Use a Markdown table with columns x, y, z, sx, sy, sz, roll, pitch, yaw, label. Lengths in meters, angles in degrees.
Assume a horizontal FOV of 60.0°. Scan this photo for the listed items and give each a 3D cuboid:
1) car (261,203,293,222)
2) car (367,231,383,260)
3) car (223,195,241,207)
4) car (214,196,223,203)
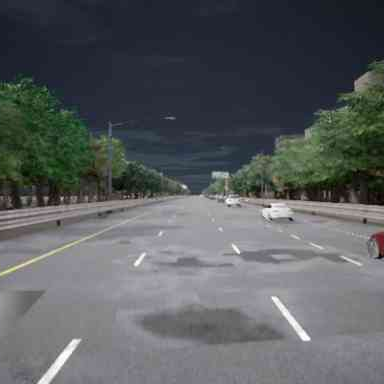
| x | y | z | sx | sy | sz | roll | pitch | yaw | label |
| --- | --- | --- | --- | --- | --- | --- | --- | --- | --- |
| 7.036 | 1.645 | 27.671 | 1.812 | 1.442 | 4.674 | 0 | -1 | 0 | car |
| 7.003 | 1.543 | 9.629 | 1.812 | 1.442 | 4.674 | 0 | 0 | 0 | car |
| 7.175 | 1.557 | 58.310 | 2.150 | 2.045 | 5.566 | 0 | 0 | 0 | car |
| 7.385 | 2.073 | 85.405 | 1.812 | 1.442 | 4.674 | 0 | 0 | 1 | car |
